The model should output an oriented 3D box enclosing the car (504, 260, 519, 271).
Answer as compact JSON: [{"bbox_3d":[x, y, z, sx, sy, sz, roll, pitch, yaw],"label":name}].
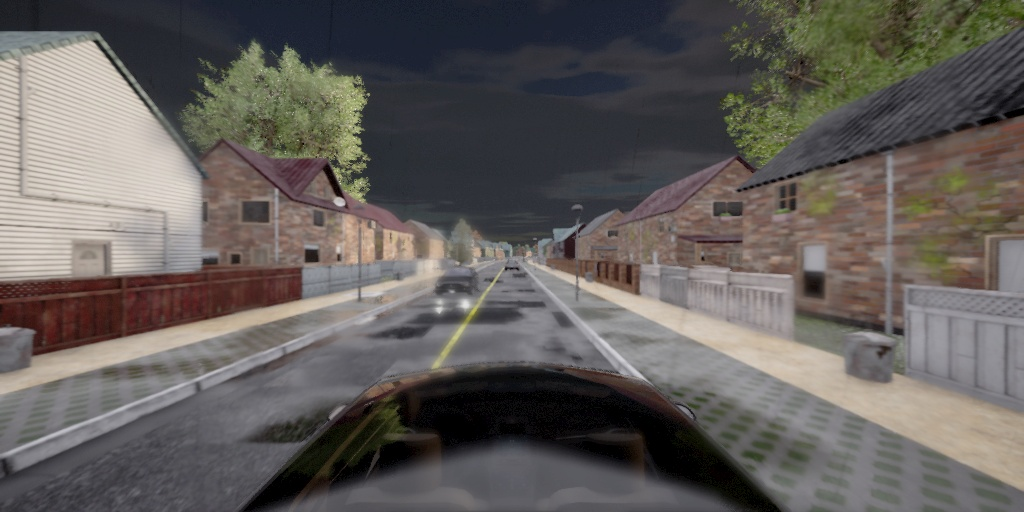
[{"bbox_3d":[-0.005,1.278,48.308,1.994,1.385,4.181,0,0,0],"label":"car"}]

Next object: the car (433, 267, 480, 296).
[{"bbox_3d":[-2.778,1.285,19.345,2.033,1.411,5.357,0,0,0],"label":"car"}]
